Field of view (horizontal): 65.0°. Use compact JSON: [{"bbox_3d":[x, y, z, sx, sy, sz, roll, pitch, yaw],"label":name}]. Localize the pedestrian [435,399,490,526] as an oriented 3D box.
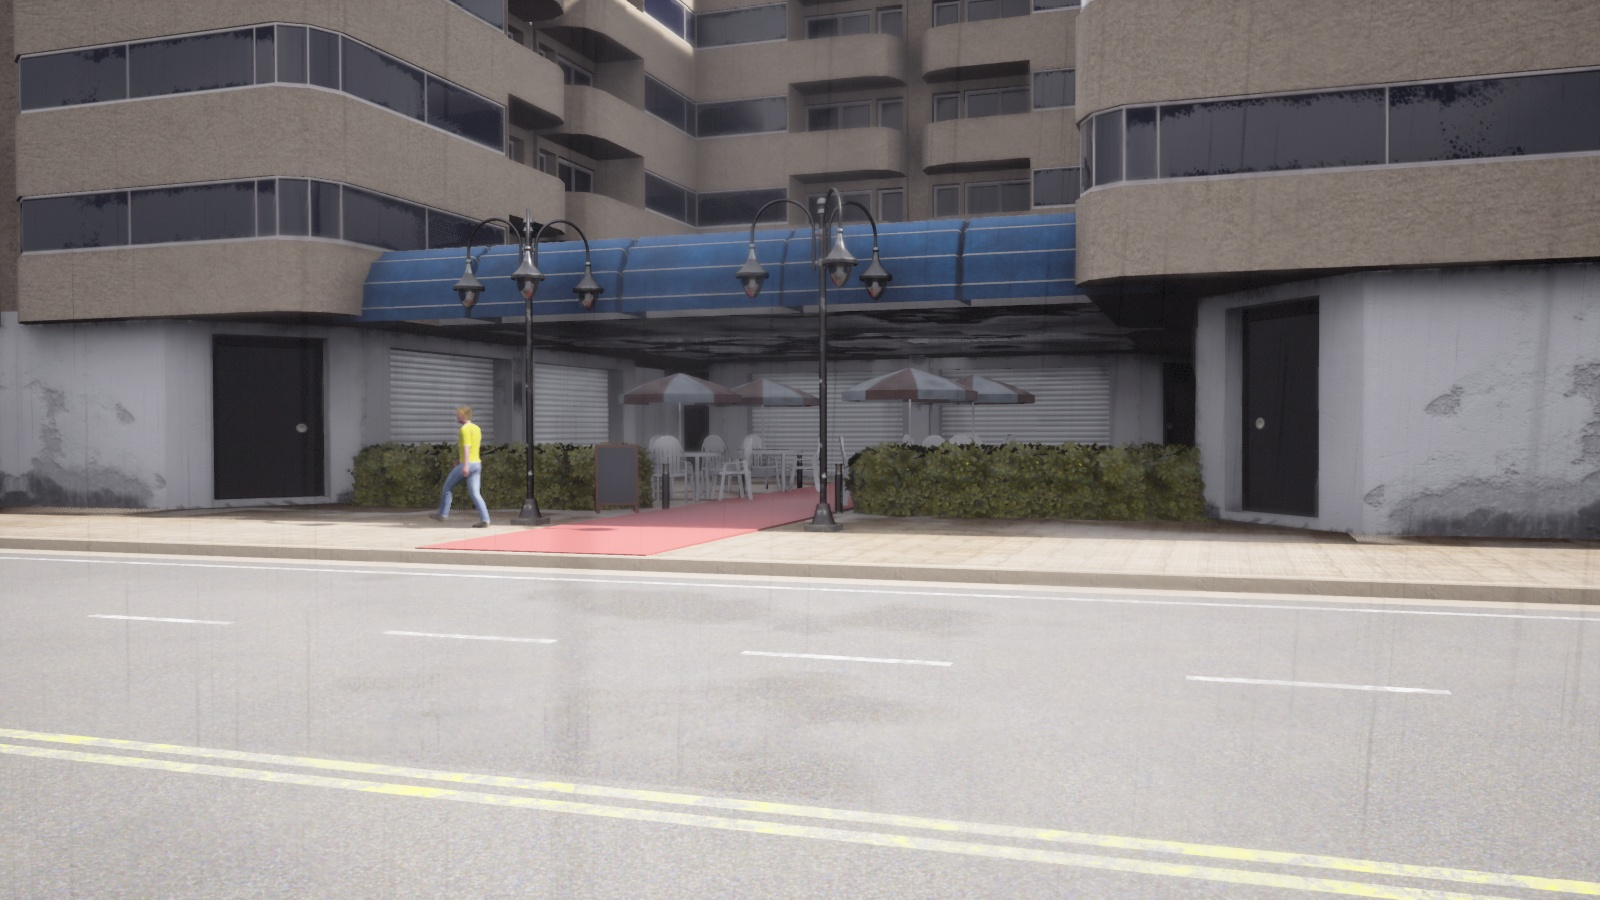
[{"bbox_3d":[-4.943,0.172,18.402,0.706,1.836,0.354,0,1,15],"label":"pedestrian"}]
